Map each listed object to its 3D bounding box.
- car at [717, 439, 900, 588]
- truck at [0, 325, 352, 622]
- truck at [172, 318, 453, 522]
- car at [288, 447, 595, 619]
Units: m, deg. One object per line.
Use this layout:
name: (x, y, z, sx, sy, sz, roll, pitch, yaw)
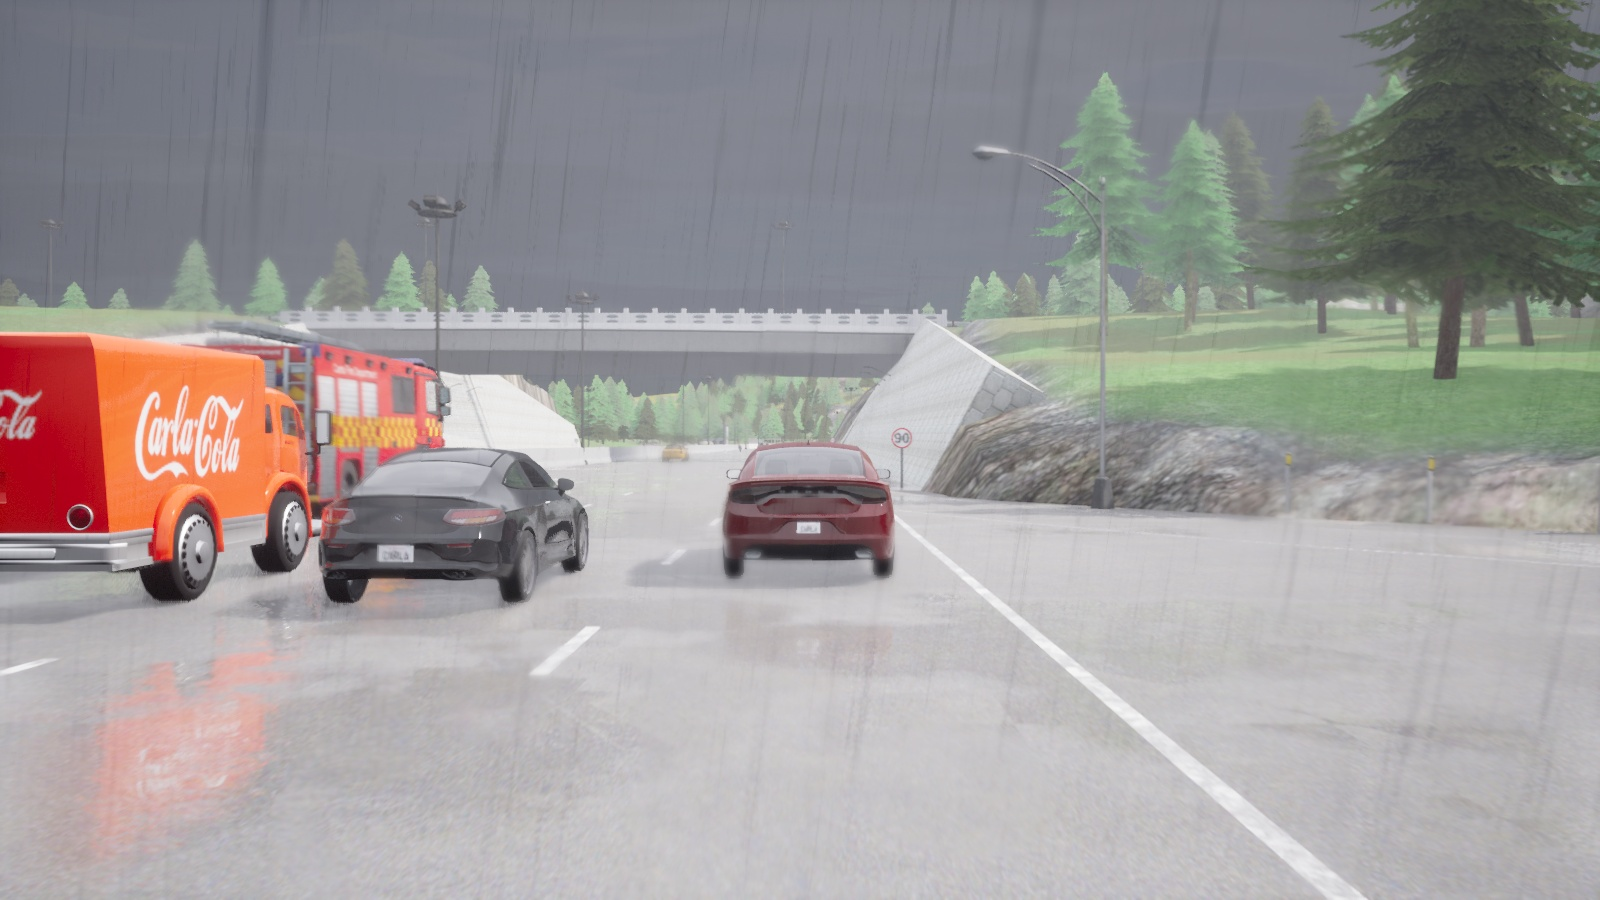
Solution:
car: (0.103, 0.637, 15.444, 1.882, 1.535, 5.008, 0, 0, 0)
truck: (-6.910, 0.181, 13.043, 2.627, 2.467, 5.204, 0, 0, 0)
truck: (-10.325, -0.583, 27.833, 2.891, 3.827, 8.468, 0, 0, 0)
car: (-3.411, 0.696, 12.952, 1.812, 1.442, 4.674, 0, 0, 0)
